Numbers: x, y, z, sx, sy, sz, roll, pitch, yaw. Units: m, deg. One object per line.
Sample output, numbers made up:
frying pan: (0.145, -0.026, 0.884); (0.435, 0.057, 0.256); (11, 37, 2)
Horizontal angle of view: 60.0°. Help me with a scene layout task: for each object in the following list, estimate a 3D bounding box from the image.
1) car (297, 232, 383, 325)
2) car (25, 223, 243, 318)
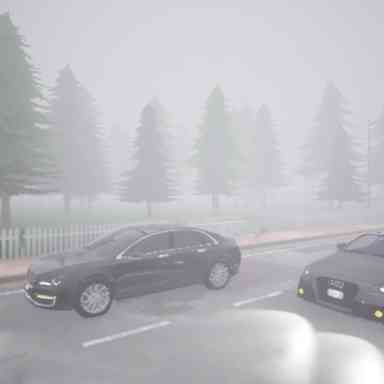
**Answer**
car: (4.104, 1.563, 6.835); (4.181, 1.385, 1.994); (0, 0, -34)
car: (-1.033, 1.505, 7.512); (4.892, 1.490, 1.837); (0, 0, -35)
